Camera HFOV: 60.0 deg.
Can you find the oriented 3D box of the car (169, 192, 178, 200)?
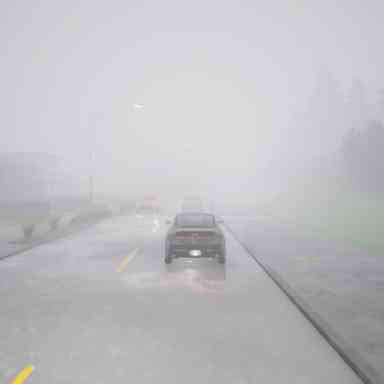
[{"bbox_3d":[-4.065,0.857,73.690,2.128,1.511,4.902,0,0,0],"label":"car"}]

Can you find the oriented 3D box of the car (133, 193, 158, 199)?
[{"bbox_3d":[-10.381,0.864,75.018,5.357,1.415,2.033,0,1,-40],"label":"car"}]

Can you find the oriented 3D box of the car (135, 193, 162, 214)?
[{"bbox_3d":[-4.117,1.099,32.001,2.097,1.767,4.553,0,0,0],"label":"car"}]

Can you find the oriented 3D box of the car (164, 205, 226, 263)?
[{"bbox_3d":[0.094,1.410,11.577,1.837,1.490,4.892,0,0,0],"label":"car"}]

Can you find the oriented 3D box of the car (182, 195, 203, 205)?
[{"bbox_3d":[0.075,1.073,34.523,2.097,1.767,4.553,0,0,0],"label":"car"}]
